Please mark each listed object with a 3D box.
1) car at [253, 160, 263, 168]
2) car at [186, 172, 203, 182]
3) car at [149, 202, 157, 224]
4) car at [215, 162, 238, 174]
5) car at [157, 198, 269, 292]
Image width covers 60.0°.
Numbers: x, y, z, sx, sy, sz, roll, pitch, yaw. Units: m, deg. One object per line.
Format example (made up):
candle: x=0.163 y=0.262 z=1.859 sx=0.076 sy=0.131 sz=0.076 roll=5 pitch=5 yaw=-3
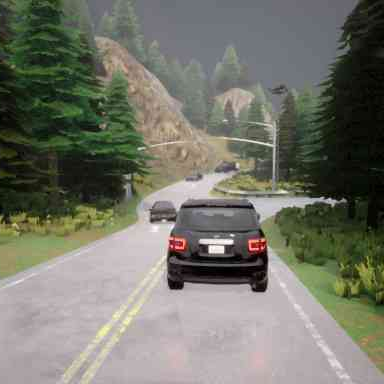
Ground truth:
car: x=15.727 y=-6.196 z=73.451 sx=4.553 sy=1.767 sz=2.097 roll=-8 pitch=8 yaw=-26
car: x=0.423 y=-2.531 z=55.251 sx=1.994 sy=1.385 sz=4.181 roll=2 pitch=10 yaw=19
car: x=-1.992 y=1.372 z=23.714 sx=2.033 sy=1.411 sz=5.357 roll=-1 pitch=2 yaw=-5
car: x=6.973 y=-4.923 z=66.980 sx=2.150 sy=2.045 sz=5.566 roll=5 pitch=11 yaw=44
car: x=0.705 y=1.172 z=8.993 sx=2.150 sy=2.045 sz=5.566 roll=0 pitch=0 yaw=5
